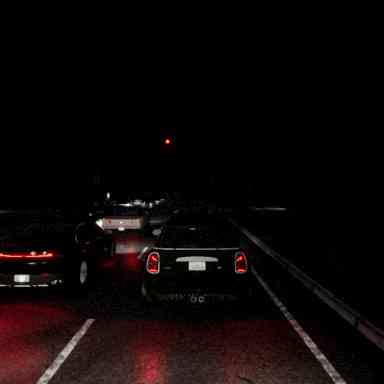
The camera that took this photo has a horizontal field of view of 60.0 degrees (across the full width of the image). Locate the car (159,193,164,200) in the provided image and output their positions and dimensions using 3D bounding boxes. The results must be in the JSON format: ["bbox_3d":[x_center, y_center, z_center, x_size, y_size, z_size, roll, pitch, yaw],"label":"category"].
[{"bbox_3d":[-7.185,1.005,66.035,2.033,1.411,5.357,0,1,1],"label":"car"}]

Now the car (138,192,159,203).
[{"bbox_3d":[-7.211,1.105,55.967,2.033,1.411,5.357,0,1,0],"label":"car"}]

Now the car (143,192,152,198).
[{"bbox_3d":[-11.085,0.749,83.705,1.812,1.442,4.674,0,1,-2],"label":"car"}]

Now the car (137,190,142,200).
[{"bbox_3d":[-10.694,0.709,63.259,2.150,2.045,5.566,0,1,0],"label":"car"}]

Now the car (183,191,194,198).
[{"bbox_3d":[-0.698,0.707,86.045,1.812,1.442,4.674,0,1,-4],"label":"car"}]

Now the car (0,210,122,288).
[{"bbox_3d":[-3.417,1.468,9.093,1.837,1.490,4.892,0,0,0],"label":"car"}]

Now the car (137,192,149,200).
[{"bbox_3d":[-10.747,0.894,73.484,2.128,1.511,4.902,0,1,-1],"label":"car"}]

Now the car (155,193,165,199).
[{"bbox_3d":[-7.318,0.870,76.462,2.033,1.411,5.357,0,1,-1],"label":"car"}]

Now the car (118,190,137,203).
[{"bbox_3d":[-10.707,0.928,53.818,2.097,1.767,4.553,0,0,0],"label":"car"}]

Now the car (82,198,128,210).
[{"bbox_3d":[-6.830,1.389,25.389,1.994,1.385,4.181,0,0,10],"label":"car"}]

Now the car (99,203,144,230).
[{"bbox_3d":[-3.439,1.487,18.413,1.895,1.301,4.718,0,1,0],"label":"car"}]

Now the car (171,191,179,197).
[{"bbox_3d":[-4.937,0.541,95.504,1.837,1.490,4.892,0,1,-7],"label":"car"}]

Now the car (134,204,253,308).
[{"bbox_3d":[0.087,1.323,8.041,2.097,1.767,4.553,0,0,0],"label":"car"}]

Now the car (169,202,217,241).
[{"bbox_3d":[0.057,1.388,17.237,2.128,1.511,4.902,0,0,1],"label":"car"}]

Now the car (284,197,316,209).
[{"bbox_3d":[13.704,1.252,39.212,5.357,1.411,2.033,0,1,-3],"label":"car"}]

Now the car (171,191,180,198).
[{"bbox_3d":[-4.157,0.681,85.345,1.882,1.535,5.008,0,1,-4],"label":"car"}]
